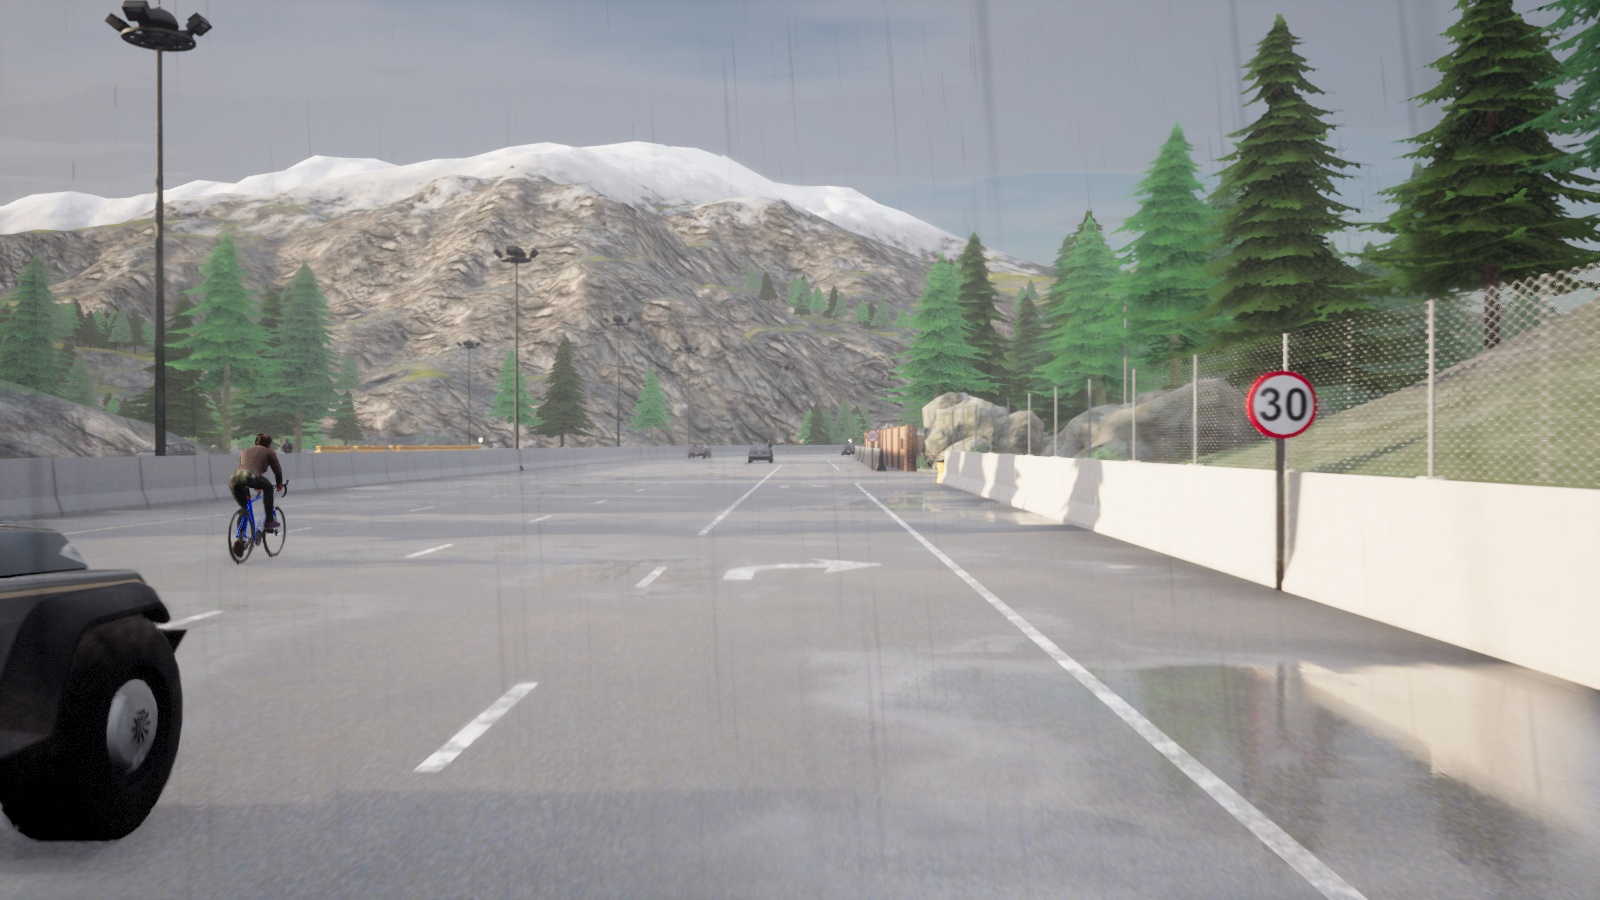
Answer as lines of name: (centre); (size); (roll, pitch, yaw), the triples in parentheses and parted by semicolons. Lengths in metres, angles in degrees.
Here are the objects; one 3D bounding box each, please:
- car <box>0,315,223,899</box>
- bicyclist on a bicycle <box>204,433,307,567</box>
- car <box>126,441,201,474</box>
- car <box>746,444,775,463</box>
car: (-3.452, 0.519, 3.491); (1.905, 1.878, 3.866); (0, 0, 0)
bicyclist on a bicycle: (-6.894, 0.604, 15.969); (0.582, 1.620, 1.656); (0, 0, 0)
car: (-31.135, 0.353, 61.527); (1.789, 1.549, 3.705); (0, 0, 0)
car: (-2.945, 0.257, 94.798); (2.033, 1.411, 5.357); (0, 0, 0)
